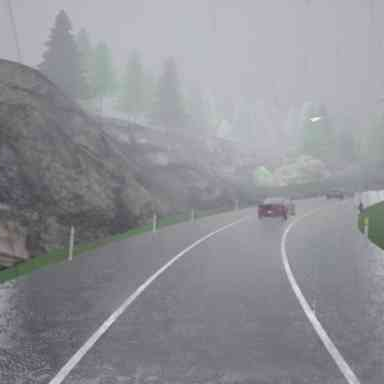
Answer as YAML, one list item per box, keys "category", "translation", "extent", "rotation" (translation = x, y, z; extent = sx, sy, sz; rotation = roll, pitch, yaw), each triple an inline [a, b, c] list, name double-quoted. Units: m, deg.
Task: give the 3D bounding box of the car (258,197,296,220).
- category: "car"
  translation: [6.147, 1.067, 23.766]
  extent: [1.882, 1.535, 5.008]
  rotation: [-1, 1, 26]

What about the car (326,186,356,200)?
- category: "car"
  translation: [17.416, 0.108, 38.736]
  extent: [4.902, 1.511, 2.128]
  rotation: [-5, 2, -43]
